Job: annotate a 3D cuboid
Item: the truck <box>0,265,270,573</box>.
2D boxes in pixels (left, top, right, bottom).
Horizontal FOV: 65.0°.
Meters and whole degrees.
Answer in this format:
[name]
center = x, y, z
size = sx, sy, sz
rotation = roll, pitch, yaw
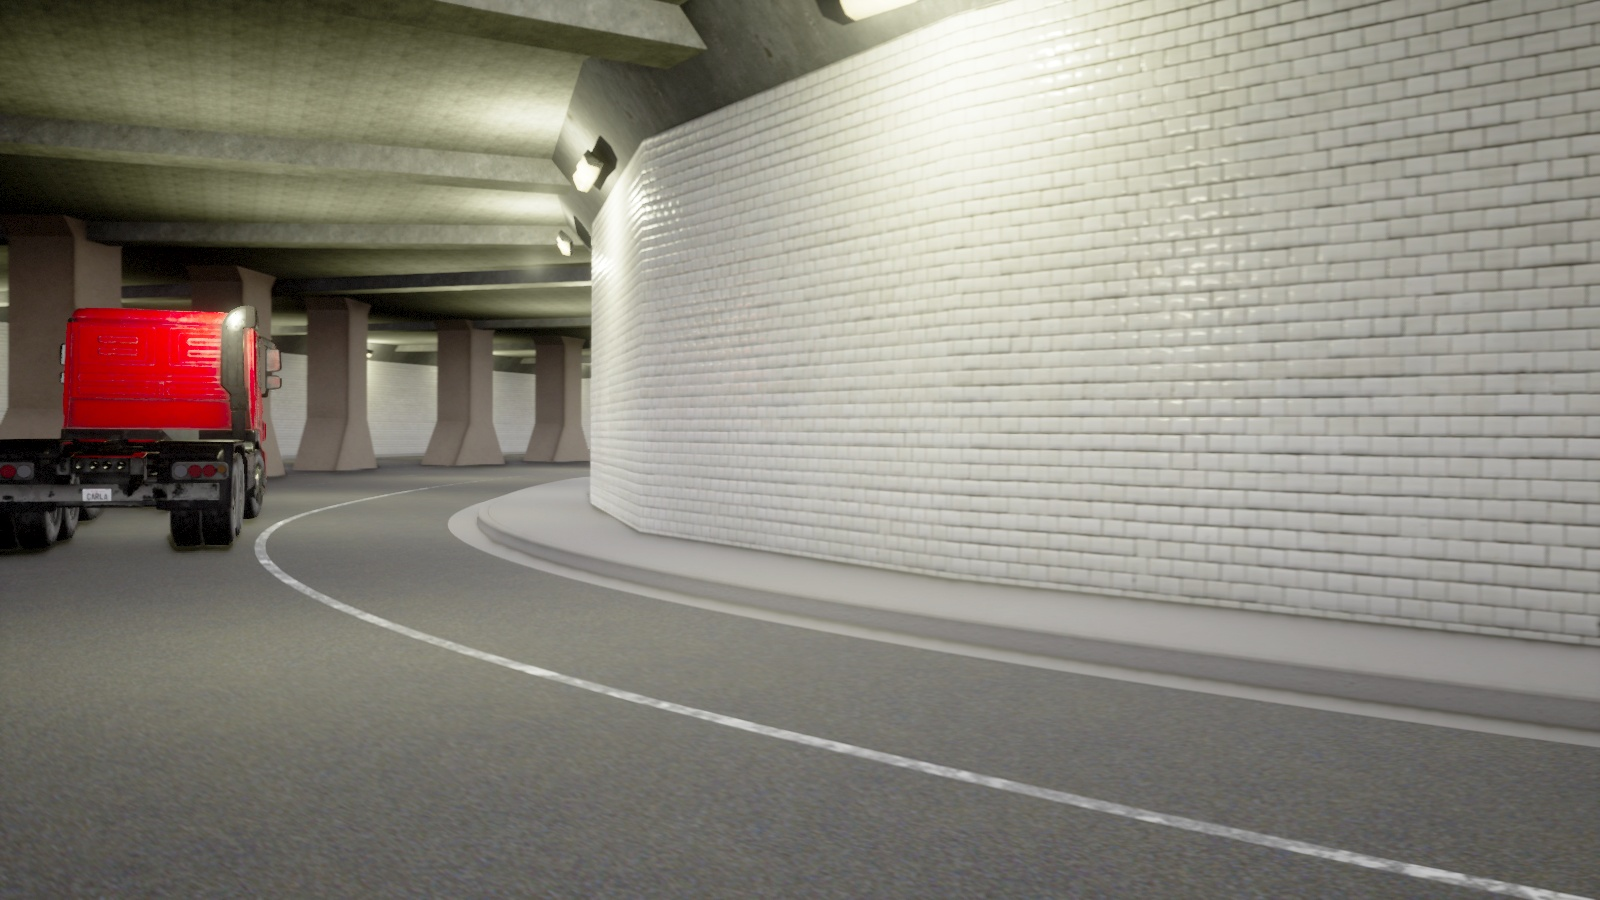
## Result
[truck]
center = -9.467, -0.399, 18.164
size = 2.891, 3.462, 7.936
rotation = -1, 1, -20
